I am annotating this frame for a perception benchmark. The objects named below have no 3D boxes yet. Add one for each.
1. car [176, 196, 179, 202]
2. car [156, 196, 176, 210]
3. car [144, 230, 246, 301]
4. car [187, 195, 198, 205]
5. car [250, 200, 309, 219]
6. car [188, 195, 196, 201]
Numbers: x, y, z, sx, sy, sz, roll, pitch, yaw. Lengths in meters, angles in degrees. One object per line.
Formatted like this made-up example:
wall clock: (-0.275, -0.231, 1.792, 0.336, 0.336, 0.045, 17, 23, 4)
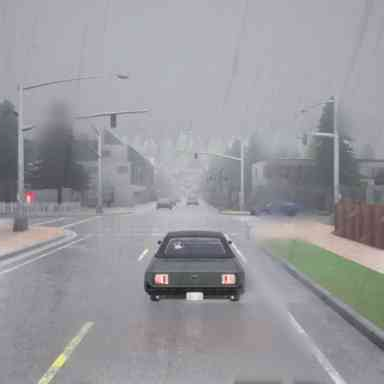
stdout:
car: (-3.589, 1.505, 54.515, 1.837, 1.490, 4.892, 0, 0, 0)
car: (-3.595, 1.477, 44.121, 1.882, 1.535, 5.008, 0, 0, 0)
car: (0.068, 1.601, 8.245, 1.895, 1.301, 4.718, 0, 0, 0)
car: (0.093, 1.600, 58.001, 1.895, 1.301, 4.718, 0, 0, 0)
car: (7.491, 1.458, 28.626, 5.008, 1.535, 1.882, 0, 0, -5)
car: (-0.001, 1.478, 81.512, 1.882, 1.535, 5.008, 0, 0, 0)
